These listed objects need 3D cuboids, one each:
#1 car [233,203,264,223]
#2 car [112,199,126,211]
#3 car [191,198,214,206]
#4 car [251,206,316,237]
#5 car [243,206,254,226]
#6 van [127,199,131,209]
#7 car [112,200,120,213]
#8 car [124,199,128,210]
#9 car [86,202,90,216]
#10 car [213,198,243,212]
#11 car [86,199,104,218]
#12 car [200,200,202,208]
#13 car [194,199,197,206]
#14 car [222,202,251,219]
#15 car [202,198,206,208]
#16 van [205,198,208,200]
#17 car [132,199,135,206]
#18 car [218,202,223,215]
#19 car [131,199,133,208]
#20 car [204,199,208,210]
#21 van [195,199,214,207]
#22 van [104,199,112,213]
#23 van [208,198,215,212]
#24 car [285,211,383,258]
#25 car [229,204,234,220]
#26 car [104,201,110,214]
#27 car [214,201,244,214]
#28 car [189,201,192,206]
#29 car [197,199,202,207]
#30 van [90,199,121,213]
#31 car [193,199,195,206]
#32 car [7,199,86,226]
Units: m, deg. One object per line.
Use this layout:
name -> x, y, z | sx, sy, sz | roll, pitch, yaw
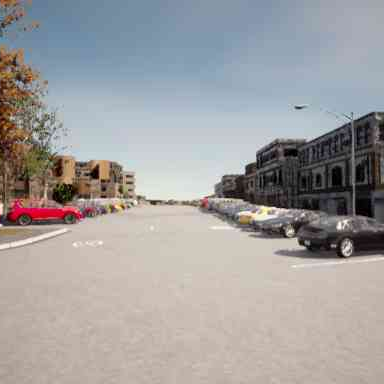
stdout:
car -> 6.164, 1.876, 25.214 | 5.366, 1.575, 1.946 | 1, -1, -23
car -> -12.761, 2.234, 47.837 | 5.366, 1.575, 1.946 | 0, -1, -23
car -> 2.839, 2.784, 89.585 | 5.566, 2.045, 2.435 | 1, -2, -23
car -> 6.286, 1.788, 19.277 | 4.892, 1.521, 2.231 | 1, -1, -23
car -> 6.140, 1.872, 22.206 | 4.674, 1.452, 2.002 | 1, -1, -23
van -> -13.255, 2.167, 56.638 | 4.442, 1.987, 1.878 | 0, -1, -23
car -> -12.782, 2.190, 44.823 | 4.892, 1.521, 2.231 | 0, -1, -23
car -> -13.211, 2.379, 53.640 | 4.674, 1.452, 2.002 | 0, -1, -23
car -> -12.105, 1.991, 30.105 | 4.792, 1.488, 2.163 | 0, -1, -23
car -> 5.320, 1.974, 39.799 | 4.553, 1.767, 2.185 | 1, -1, -23
car -> -12.338, 1.924, 36.015 | 4.553, 1.767, 2.185 | -1, -1, -23
car -> 4.441, 2.435, 57.363 | 4.674, 1.452, 2.002 | 1, -1, -23
car -> 3.903, 2.677, 72.087 | 5.366, 1.575, 1.946 | 1, -2, -23
car -> 5.723, 1.966, 30.994 | 4.892, 1.521, 2.231 | 1, -1, -23
car -> 4.553, 2.215, 54.430 | 4.553, 1.767, 2.185 | 1, -1, -23
van -> 4.831, 2.068, 51.560 | 4.442, 1.987, 1.878 | 1, -1, -23
car -> -13.646, 2.542, 62.467 | 4.674, 1.452, 2.002 | 0, -1, -23
car -> 5.544, 2.039, 33.914 | 4.792, 1.488, 2.163 | 1, -1, -23
car -> -13.502, 2.488, 59.526 | 4.674, 1.452, 2.002 | 0, -1, -23
car -> 4.857, 2.241, 48.578 | 5.008, 1.535, 2.097 | 1, -1, -23
van -> 3.056, 2.687, 83.683 | 4.442, 1.987, 1.878 | 1, -1, -23
van -> -12.754, 1.917, 41.835 | 4.442, 1.987, 1.878 | 0, -1, -23
van -> 4.903, 1.964, 45.602 | 4.442, 1.987, 1.878 | 1, -1, -23
car -> 6.559, 1.699, 13.421 | 4.892, 1.521, 2.231 | 1, -1, -23
car -> 5.857, 1.961, 28.067 | 4.674, 1.452, 2.002 | 1, -1, -23
car -> -12.532, 2.126, 38.929 | 4.792, 1.488, 2.163 | 0, -1, -23
car -> 5.436, 2.055, 36.859 | 4.892, 1.521, 2.231 | 1, -1, -23
car -> 2.841, 2.967, 86.586 | 5.366, 1.575, 1.946 | 1, -1, -23
car -> 4.326, 2.198, 60.315 | 5.566, 2.045, 2.435 | 1, -1, -23
van -> -13.183, 2.064, 50.660 | 4.442, 1.987, 1.878 | 0, -1, -23
car -> 3.621, 2.796, 77.940 | 5.366, 1.575, 1.946 | 1, -2, -23
car -> -11.916, 1.665, 27.198 | 5.566, 2.045, 2.435 | 0, -1, -23
